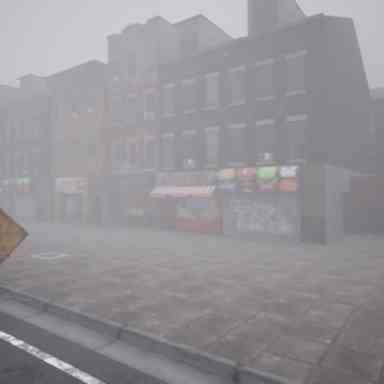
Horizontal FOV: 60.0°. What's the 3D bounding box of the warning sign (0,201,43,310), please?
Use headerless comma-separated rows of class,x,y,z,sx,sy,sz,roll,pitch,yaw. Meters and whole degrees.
warning sign,-3.677,1.115,6.152,1.060,1.860,1.300,0,0,36
